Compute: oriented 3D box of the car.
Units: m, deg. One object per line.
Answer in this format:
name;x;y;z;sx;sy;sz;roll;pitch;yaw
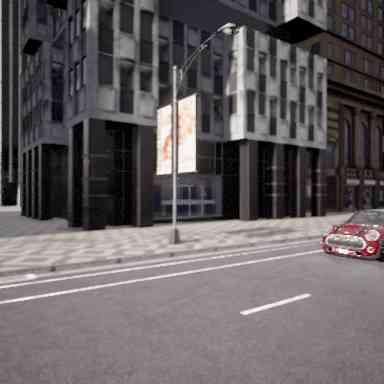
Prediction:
car;7.011;1.457;12.694;4.553;1.767;2.097;1;0;-36
